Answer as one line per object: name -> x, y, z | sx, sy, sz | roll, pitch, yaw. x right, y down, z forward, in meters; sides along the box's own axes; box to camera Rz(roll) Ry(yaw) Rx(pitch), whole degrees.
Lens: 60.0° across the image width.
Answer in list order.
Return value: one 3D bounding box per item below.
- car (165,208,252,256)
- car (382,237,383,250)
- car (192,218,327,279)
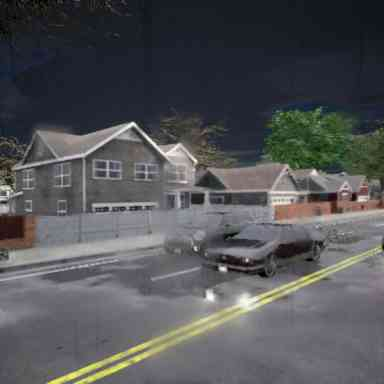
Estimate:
car -> 1.005, 1.617, 14.011 | 2.097, 1.767, 4.553 | -2, -2, 43
car -> 8.724, 1.742, 12.421 | 1.895, 1.301, 4.718 | -2, -2, 43
car -> 2.663, 1.735, 11.034 | 2.033, 1.411, 5.357 | -2, -2, 43
